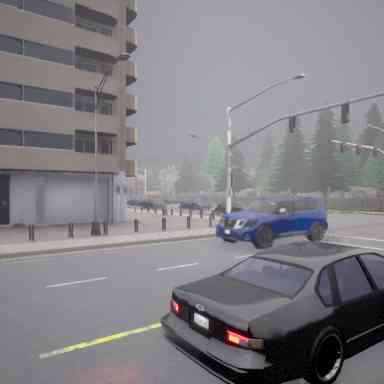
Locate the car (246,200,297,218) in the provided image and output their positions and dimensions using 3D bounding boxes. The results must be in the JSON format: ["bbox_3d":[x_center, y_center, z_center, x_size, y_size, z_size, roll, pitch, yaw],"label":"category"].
[{"bbox_3d":[7.520,1.581,31.911,1.812,1.442,4.674,0,0,-36],"label":"car"}]

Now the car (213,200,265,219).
[{"bbox_3d":[4.216,1.560,30.509,1.837,1.490,4.892,0,0,-36],"label":"car"}]

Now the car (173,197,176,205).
[{"bbox_3d":[-4.247,1.603,60.592,2.033,1.411,5.357,0,0,-36],"label":"car"}]

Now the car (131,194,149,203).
[{"bbox_3d":[-10.952,1.408,69.855,2.097,1.767,4.553,0,0,-36],"label":"car"}]

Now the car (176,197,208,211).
[{"bbox_3d":[0.455,1.408,41.729,2.097,1.767,4.553,0,0,-36],"label":"car"}]

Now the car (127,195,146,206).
[{"bbox_3d":[-8.850,1.603,54.707,2.033,1.411,5.357,0,0,-35],"label":"car"}]

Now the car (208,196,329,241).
[{"bbox_3d":[3.700,1.221,14.717,5.566,2.045,2.150,0,0,-34],"label":"car"}]

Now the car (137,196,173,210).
[{"bbox_3d":[-4.883,1.561,43.160,1.837,1.490,4.892,0,0,-36],"label":"car"}]

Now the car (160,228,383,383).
[{"bbox_3d":[2.162,1.547,5.320,5.357,1.411,2.033,0,0,-35],"label":"car"}]
